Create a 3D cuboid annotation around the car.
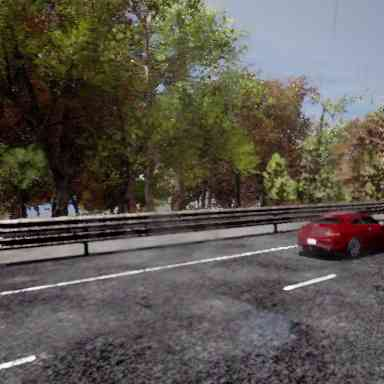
[{"bbox_3d":[5.791,1.442,12.252,4.674,1.442,1.812,0,0,-36],"label":"car"}]
